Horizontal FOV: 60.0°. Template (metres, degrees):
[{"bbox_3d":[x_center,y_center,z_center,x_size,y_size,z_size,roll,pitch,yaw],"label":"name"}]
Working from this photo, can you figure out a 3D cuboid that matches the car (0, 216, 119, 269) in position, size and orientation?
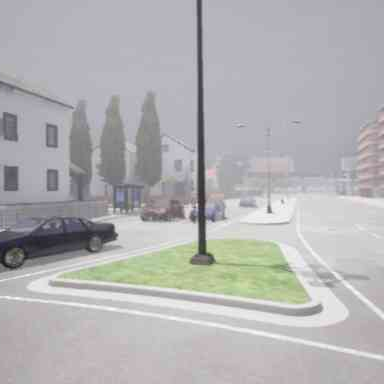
[{"bbox_3d":[-5.075,1.576,11.764,2.033,1.411,5.357,-1,0,34],"label":"car"}]

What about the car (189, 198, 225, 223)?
[{"bbox_3d":[1.273,1.449,25.212,1.812,1.442,4.674,-1,0,19],"label":"car"}]

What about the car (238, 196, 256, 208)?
[{"bbox_3d":[7.413,1.332,44.190,1.812,1.442,4.674,-1,0,18],"label":"car"}]

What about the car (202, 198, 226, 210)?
[{"bbox_3d":[2.808,1.432,41.307,1.994,1.385,4.181,-1,0,18],"label":"car"}]

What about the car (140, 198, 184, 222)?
[{"bbox_3d":[-2.232,1.315,25.804,2.097,1.767,4.553,-1,0,19],"label":"car"}]
